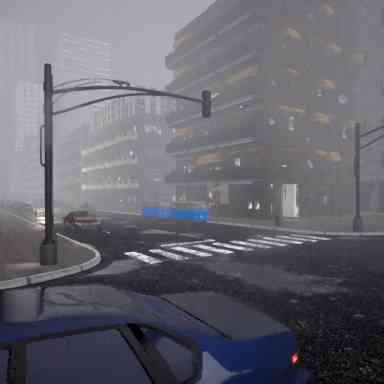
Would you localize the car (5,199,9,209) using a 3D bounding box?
[{"bbox_3d":[-28.796,2.359,54.457,2.008,1.369,4.403,-1,0,-33],"label":"car"}]

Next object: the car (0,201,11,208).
[{"bbox_3d":[-41.134,2.655,73.160,2.008,1.369,4.403,-1,0,-33],"label":"car"}]

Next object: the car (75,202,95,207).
[{"bbox_3d":[-15.652,2.211,49.654,1.802,1.307,4.206,-1,0,-33],"label":"car"}]

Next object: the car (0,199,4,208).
[{"bbox_3d":[-38.049,2.345,68.489,2.192,1.841,5.009,-1,0,-33],"label":"car"}]

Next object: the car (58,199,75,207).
[{"bbox_3d":[-21.899,2.304,59.159,1.752,1.417,4.829,-1,0,-33],"label":"car"}]

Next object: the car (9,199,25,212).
[{"bbox_3d":[-25.723,2.174,49.775,1.967,1.590,4.097,-1,0,-33],"label":"car"}]

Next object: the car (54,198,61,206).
[{"bbox_3d":[-27.962,2.239,68.380,2.192,1.841,5.009,-1,0,-33],"label":"car"}]

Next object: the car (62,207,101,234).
[{"bbox_3d":[-7.263,1.874,21.687,1.802,1.307,4.206,-1,0,-33],"label":"car"}]

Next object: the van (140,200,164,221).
[{"bbox_3d":[-3.353,1.675,30.929,1.690,1.788,3.998,-1,0,-33],"label":"van"}]

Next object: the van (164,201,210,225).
[{"bbox_3d":[-0.277,1.601,26.247,1.690,1.788,3.998,-1,0,-33],"label":"van"}]

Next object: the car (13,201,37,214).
[{"bbox_3d":[-22.644,2.242,45.094,1.802,1.307,4.206,-1,0,-33],"label":"car"}]

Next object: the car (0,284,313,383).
[{"bbox_3d":[-1.479,1.541,2.384,5.357,1.411,2.033,0,0,-33],"label":"car"}]

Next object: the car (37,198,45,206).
[{"bbox_3d":[-34.114,2.388,77.743,2.192,1.841,5.009,-1,0,-33],"label":"car"}]

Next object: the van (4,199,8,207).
[{"bbox_3d":[-31.877,2.223,59.138,1.690,1.788,3.998,-1,0,-33],"label":"van"}]
